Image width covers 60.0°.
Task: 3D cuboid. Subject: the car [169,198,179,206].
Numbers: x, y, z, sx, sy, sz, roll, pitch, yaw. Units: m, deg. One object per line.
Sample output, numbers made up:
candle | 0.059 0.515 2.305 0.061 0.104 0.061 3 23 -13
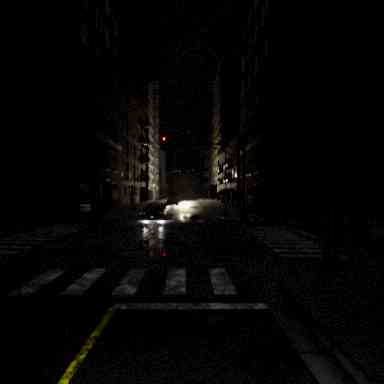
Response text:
car | -3.213 1.616 54.305 1.994 1.385 4.181 0 1 0

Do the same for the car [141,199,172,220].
car | -3.120 1.574 28.668 2.033 1.411 5.357 0 0 0
